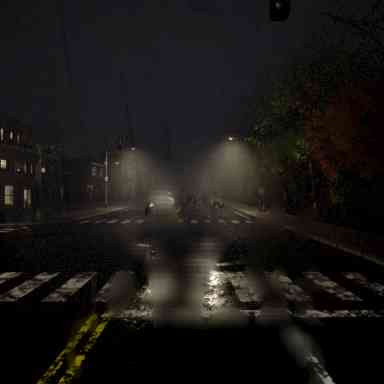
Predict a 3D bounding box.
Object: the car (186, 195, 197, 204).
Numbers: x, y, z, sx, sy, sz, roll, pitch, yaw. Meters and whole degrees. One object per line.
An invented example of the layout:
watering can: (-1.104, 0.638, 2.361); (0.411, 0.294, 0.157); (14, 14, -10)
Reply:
car: (-0.144, 1.481, 62.709); (1.837, 1.490, 4.892); (0, 0, 0)

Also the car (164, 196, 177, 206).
car: (-3.444, 1.486, 54.091); (1.837, 1.490, 4.892); (0, 0, 0)

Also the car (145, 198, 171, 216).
car: (-3.412, 1.554, 32.760); (1.994, 1.385, 4.181); (0, 0, 0)

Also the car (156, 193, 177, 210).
car: (-3.429, 1.207, 43.161); (2.150, 2.045, 5.566); (0, 0, 0)

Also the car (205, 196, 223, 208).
car: (3.245, 1.584, 46.526); (1.895, 1.301, 4.718); (0, 0, 0)

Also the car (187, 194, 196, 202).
car: (-0.167, 1.281, 73.127); (1.882, 1.535, 5.008); (0, 0, 0)

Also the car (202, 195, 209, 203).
car: (3.141, 1.471, 70.344); (2.128, 1.511, 4.902); (0, 0, 0)
